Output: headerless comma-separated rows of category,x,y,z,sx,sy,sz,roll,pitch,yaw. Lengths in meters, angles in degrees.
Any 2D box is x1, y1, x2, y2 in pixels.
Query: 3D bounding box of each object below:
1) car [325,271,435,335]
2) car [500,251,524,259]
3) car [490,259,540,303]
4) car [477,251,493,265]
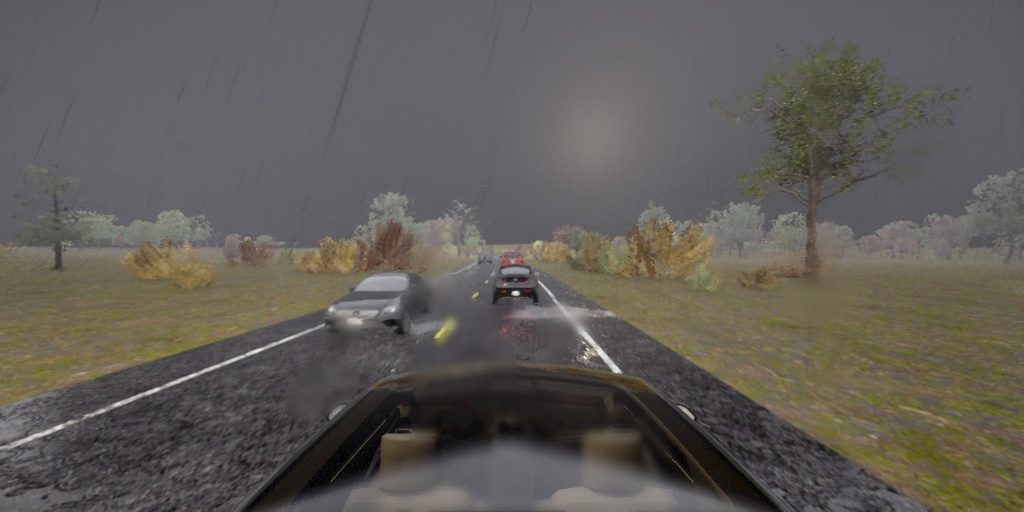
car,-3.468,1.182,10.311,1.812,1.442,4.674,0,1,0
car,0.014,0.543,34.751,2.150,2.045,5.566,0,1,-1
car,0.147,1.085,15.614,1.837,1.490,4.892,0,1,0
car,-4.182,0.250,56.343,2.150,2.045,5.566,0,1,-2
